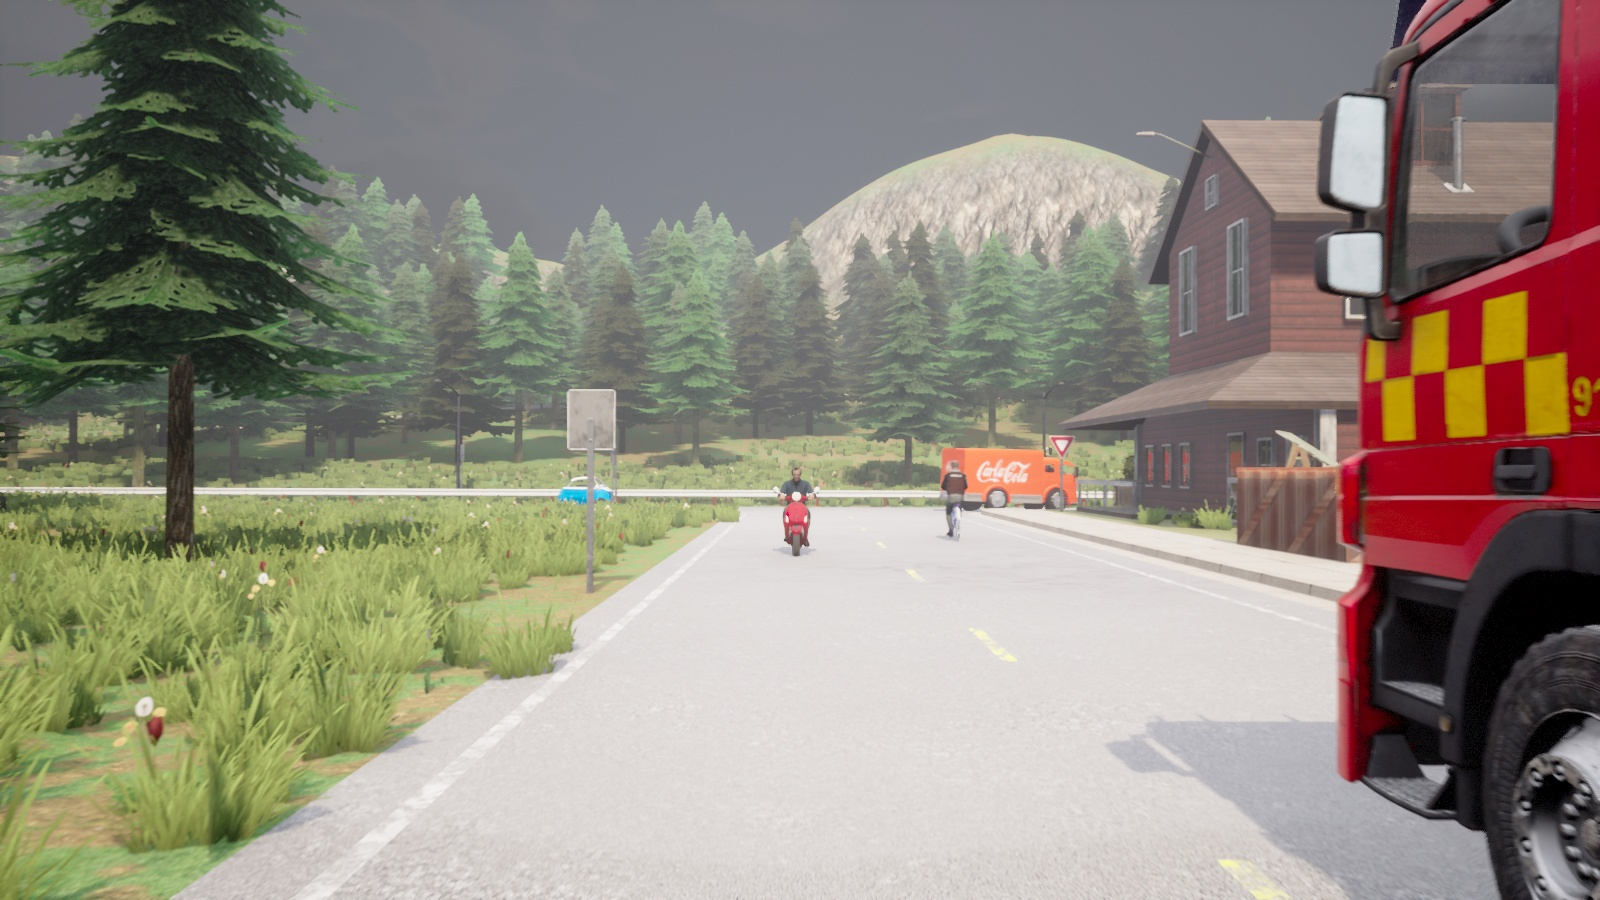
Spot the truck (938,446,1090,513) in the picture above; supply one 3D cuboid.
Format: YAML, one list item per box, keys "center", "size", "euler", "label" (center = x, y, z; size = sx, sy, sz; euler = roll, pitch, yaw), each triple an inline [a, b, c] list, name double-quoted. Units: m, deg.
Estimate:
- center: [8.386, 1.151, 49.442]
  size: [5.204, 2.467, 2.627]
  euler: [1, 0, -17]
  label: "truck"

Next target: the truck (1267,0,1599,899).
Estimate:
- center: [3.492, -0.348, 1.206]
  size: [2.891, 3.827, 8.468]
  euler: [0, -1, 0]
  label: "truck"

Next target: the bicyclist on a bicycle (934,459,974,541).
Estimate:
- center: [3.431, 1.094, 28.065]
  size: [0.659, 1.776, 1.843]
  euler: [0, -1, 0]
  label: "bicyclist on a bicycle"

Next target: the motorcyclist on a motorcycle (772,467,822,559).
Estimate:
- center: [-0.056, 1.112, 22.818]
  size: [0.866, 1.590, 1.817]
  euler: [0, -1, 0]
  label: "motorcyclist on a motorcycle"

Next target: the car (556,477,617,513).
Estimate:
- center: [-8.567, 1.808, 50.571]
  size: [2.207, 1.376, 1.481]
  euler: [-1, -1, 0]
  label: "car"
